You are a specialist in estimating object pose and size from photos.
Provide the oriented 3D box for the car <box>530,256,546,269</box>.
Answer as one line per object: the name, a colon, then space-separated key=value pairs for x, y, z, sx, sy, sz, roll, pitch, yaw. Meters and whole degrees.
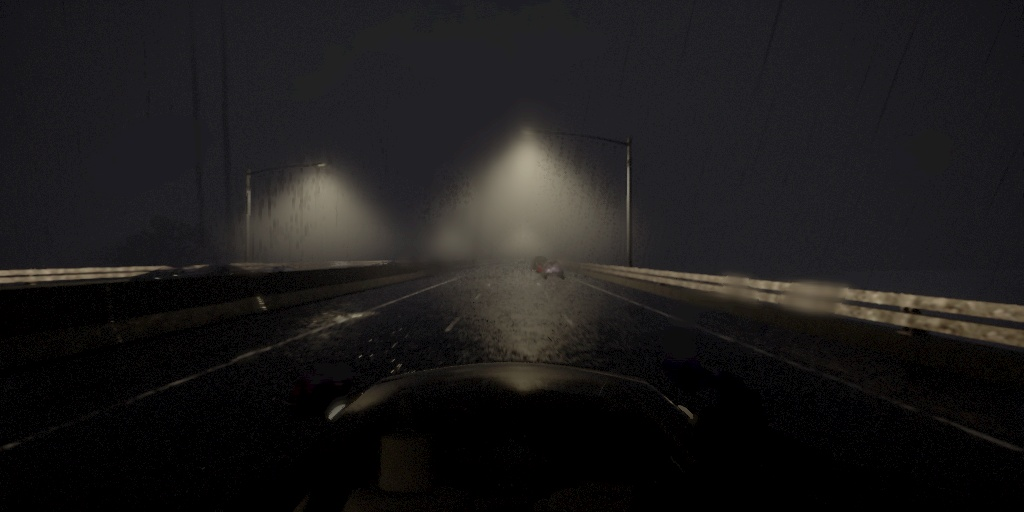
car: x=4.296 y=1.083 z=55.454 sx=2.150 sy=2.045 sz=5.566 roll=0 pitch=0 yaw=2

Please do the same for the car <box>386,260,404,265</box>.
car: x=-20.005 y=1.391 z=62.200 sx=2.033 sy=1.411 sz=5.357 roll=0 pitch=0 yaw=2

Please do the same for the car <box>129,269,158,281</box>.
car: x=-20.971 y=1.301 z=22.312 sx=1.994 sy=1.385 sz=4.181 roll=0 pitch=0 yaw=1

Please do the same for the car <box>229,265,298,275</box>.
car: x=-13.984 y=1.310 z=21.287 sx=1.994 sy=1.385 sz=4.181 roll=0 pitch=0 yaw=1

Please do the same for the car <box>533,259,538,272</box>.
car: x=3.996 y=1.390 z=44.505 sx=1.994 sy=1.385 sz=4.181 roll=0 pitch=0 yaw=1

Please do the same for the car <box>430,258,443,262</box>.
car: x=-13.018 y=1.208 z=62.004 sx=2.097 sy=1.767 sz=4.553 roll=0 pitch=0 yaw=2

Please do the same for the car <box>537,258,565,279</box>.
car: x=3.768 y=1.229 z=33.585 sx=2.033 sy=1.649 sz=4.856 roll=0 pitch=0 yaw=1

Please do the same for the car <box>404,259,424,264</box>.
car: x=-16.516 y=1.325 z=62.076 sx=1.882 sy=1.535 sz=5.008 roll=0 pitch=0 yaw=2

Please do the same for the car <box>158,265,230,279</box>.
car: x=-17.489 y=1.266 z=21.124 sx=1.812 sy=1.442 sz=4.674 roll=0 pitch=0 yaw=1
